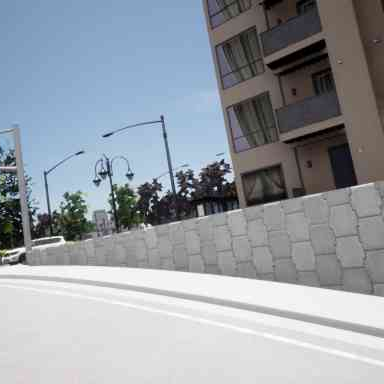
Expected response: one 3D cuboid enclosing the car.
[{"bbox_3d":[-14.081,5.317,30.303,2.150,2.045,5.566,-14,-8,35],"label":"car"}]
